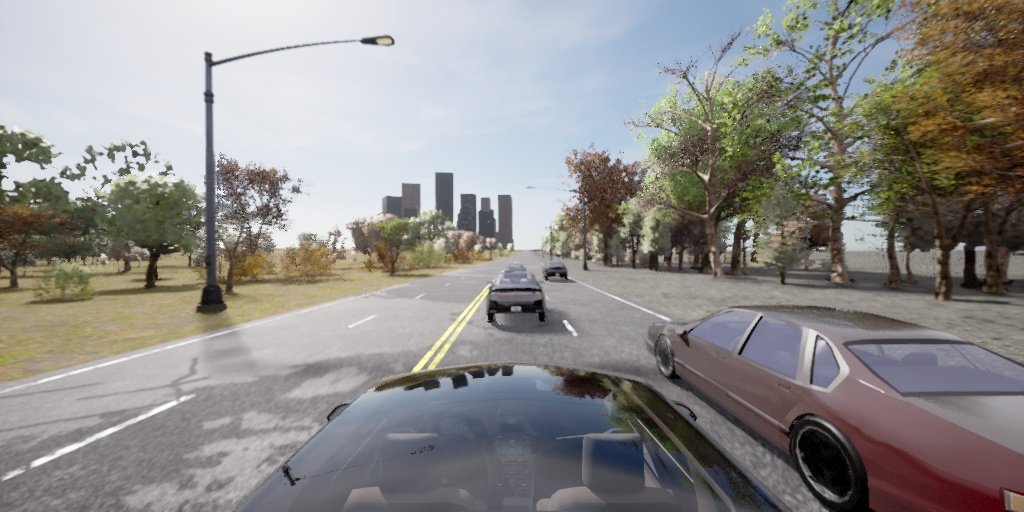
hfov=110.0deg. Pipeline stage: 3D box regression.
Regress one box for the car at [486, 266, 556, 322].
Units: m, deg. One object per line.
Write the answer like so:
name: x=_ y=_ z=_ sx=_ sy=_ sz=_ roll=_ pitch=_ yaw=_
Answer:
car: x=0.128 y=1.294 z=12.687 sx=2.128 sy=1.511 sz=4.902 roll=-1 pitch=0 yaw=0

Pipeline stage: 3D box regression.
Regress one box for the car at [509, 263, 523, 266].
car: x=0.336 y=1.327 z=31.122 sx=1.994 sy=1.385 sz=4.181 roll=-1 pitch=0 yaw=1

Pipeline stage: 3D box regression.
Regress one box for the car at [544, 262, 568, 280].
car: x=3.578 y=1.213 z=30.428 sx=1.837 sy=1.490 sz=4.892 roll=-1 pitch=0 yaw=1

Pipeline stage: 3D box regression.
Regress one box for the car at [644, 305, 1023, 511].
car: x=3.370 y=1.295 z=4.203 sx=2.033 sy=1.411 sz=5.357 roll=0 pitch=0 yaw=0
